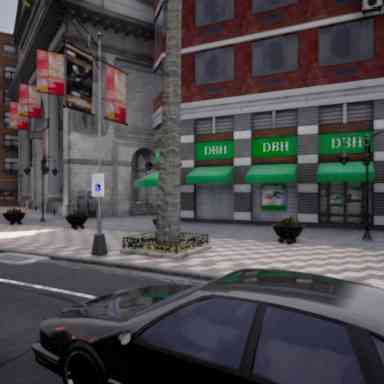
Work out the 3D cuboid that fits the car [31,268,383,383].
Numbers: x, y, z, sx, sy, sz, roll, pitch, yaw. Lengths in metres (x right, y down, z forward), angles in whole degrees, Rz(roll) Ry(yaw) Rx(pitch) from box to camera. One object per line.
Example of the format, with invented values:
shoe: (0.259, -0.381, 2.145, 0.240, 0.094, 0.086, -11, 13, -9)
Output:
car: (0.745, 1.547, 3.272, 5.357, 1.411, 2.033, 0, 0, 33)
